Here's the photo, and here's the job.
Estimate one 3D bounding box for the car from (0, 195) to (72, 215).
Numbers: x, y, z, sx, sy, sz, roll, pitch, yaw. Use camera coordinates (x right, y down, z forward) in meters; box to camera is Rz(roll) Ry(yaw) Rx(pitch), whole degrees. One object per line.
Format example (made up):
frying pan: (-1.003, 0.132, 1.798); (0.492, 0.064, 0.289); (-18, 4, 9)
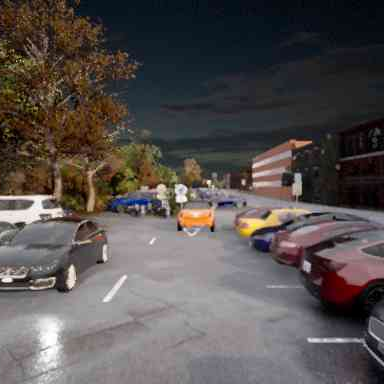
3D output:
car: (-8.583, 1.179, 14.800); (5.566, 2.045, 2.435); (0, 0, 0)

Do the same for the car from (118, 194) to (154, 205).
car: (-8.249, 1.104, 49.123); (5.008, 1.535, 2.097); (0, 0, 0)

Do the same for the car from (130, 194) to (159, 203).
car: (-8.207, 1.089, 57.594); (4.792, 1.488, 2.163); (0, 0, 0)

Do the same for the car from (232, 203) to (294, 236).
car: (4.711, 1.428, 14.810); (5.366, 1.575, 1.946); (0, 0, 0)

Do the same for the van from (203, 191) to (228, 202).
van: (4.228, 0.820, 60.565); (4.442, 1.987, 1.878); (0, 0, 0)

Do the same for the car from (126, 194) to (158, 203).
car: (-8.249, 1.075, 54.895); (4.892, 1.521, 2.231); (0, 0, 0)

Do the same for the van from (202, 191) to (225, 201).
van: (4.238, 0.787, 66.095); (4.442, 1.987, 1.878); (0, 1, 0)

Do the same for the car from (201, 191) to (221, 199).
car: (4.343, 0.658, 77.536); (4.553, 1.767, 2.185); (0, 1, 0)

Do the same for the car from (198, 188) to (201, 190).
car: (4.363, 0.400, 88.836); (4.553, 1.767, 2.185); (0, 1, 0)

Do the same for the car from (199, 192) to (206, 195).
car: (4.140, 1.102, 49.264); (5.366, 1.575, 1.946); (0, 0, 0)

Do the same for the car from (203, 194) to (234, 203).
car: (4.330, 1.075, 54.914); (5.008, 1.535, 2.097); (0, 0, 0)

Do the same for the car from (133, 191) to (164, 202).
car: (-8.198, 0.779, 63.240); (5.566, 2.045, 2.435); (0, 0, 0)

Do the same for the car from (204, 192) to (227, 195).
car: (4.318, 1.159, 46.438); (4.674, 1.452, 2.002); (0, 0, 0)

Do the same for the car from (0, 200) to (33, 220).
car: (-8.582, 1.314, 11.890); (4.553, 1.767, 2.185); (0, 0, 0)

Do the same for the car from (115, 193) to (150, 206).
car: (-8.227, 0.992, 46.423); (4.553, 1.767, 2.185); (0, 0, 0)

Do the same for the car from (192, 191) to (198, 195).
car: (-0.052, 0.962, 71.070); (1.812, 1.442, 4.674); (0, 1, 0)

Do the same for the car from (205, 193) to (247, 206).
car: (4.282, 1.178, 40.785); (4.792, 1.488, 2.163); (0, 0, 0)

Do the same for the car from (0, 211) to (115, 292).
car: (-3.586, 1.477, 8.904); (1.837, 1.490, 4.892); (0, 0, 0)

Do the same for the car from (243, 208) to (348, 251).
car: (4.499, 1.470, 12.027); (4.792, 1.488, 2.163); (0, 0, 0)

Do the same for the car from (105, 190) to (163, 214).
car: (-5.682, 0.962, 32.730); (5.566, 2.045, 2.150); (-1, 0, -33)

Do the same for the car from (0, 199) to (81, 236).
car: (-8.525, 1.295, 17.586); (4.553, 1.767, 2.185); (0, 0, 0)

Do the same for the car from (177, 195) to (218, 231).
car: (0.345, 1.294, 20.302); (2.097, 1.767, 4.553); (0, 0, 4)

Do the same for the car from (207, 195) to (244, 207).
car: (4.313, 1.174, 43.612); (4.674, 1.452, 2.002); (0, 0, 0)

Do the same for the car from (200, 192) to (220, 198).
car: (4.377, 0.760, 80.365); (4.674, 1.452, 2.002); (0, 1, 0)

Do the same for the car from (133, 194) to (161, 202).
car: (-8.202, 1.075, 60.418); (4.792, 1.488, 2.163); (0, 0, 0)

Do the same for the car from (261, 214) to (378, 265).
car: (4.529, 1.489, 9.244); (4.674, 1.452, 2.002); (0, 0, 0)

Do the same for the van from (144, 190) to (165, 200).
van: (-8.089, 0.687, 71.851); (4.442, 1.987, 1.878); (0, 1, 0)

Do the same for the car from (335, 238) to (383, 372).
car: (4.543, 1.469, 3.677); (4.892, 1.521, 2.231); (0, 0, 0)

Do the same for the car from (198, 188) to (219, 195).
car: (4.368, 0.809, 57.739); (5.566, 2.045, 2.435); (0, 0, 0)

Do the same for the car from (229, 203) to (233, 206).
car: (4.508, 1.462, 17.452); (4.674, 1.452, 2.002); (-1, 0, 0)

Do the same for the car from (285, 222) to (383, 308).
car: (4.563, 1.488, 6.461); (4.792, 1.488, 2.163); (0, 0, 0)
